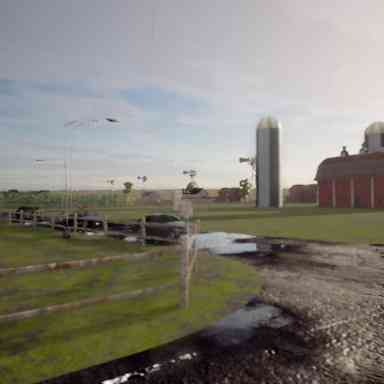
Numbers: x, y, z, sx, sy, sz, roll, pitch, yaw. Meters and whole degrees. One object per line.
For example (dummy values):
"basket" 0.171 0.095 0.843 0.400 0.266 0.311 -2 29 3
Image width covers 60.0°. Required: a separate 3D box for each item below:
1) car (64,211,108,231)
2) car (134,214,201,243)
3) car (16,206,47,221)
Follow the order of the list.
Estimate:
"car" -8.459 2.231 26.408 1.994 1.385 4.181 0 -1 -44
"car" -1.579 2.005 19.373 4.674 1.442 1.812 -2 -1 45
"car" -17.456 2.277 36.062 2.097 1.767 4.553 0 -1 -42
